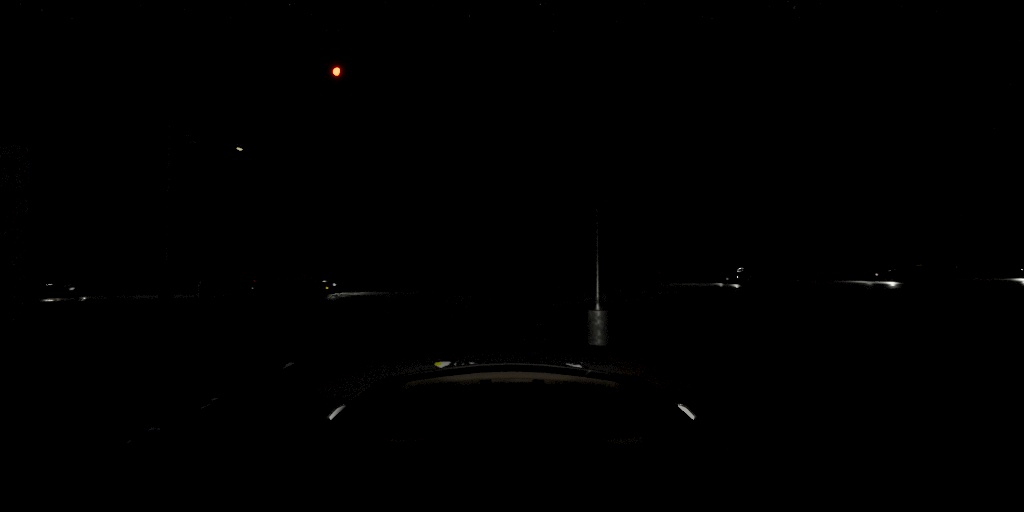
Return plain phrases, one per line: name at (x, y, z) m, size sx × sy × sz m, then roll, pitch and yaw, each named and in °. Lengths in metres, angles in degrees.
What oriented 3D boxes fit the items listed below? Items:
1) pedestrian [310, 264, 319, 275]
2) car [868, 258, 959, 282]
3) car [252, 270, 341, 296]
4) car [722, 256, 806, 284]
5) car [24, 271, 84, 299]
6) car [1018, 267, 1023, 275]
pedestrian at (-15.062, 1.466, 27.383) m, size 0.375 × 1.860 × 0.375 m, roll 0°, pitch -1°, yaw 0°
car at (26.129, 0.891, 23.386) m, size 4.674 × 1.442 × 1.812 m, roll -1°, pitch -2°, yaw 1°
car at (-11.796, 1.429, 19.769) m, size 4.181 × 1.385 × 1.994 m, roll -1°, pitch -2°, yaw 0°
car at (16.280, 0.875, 23.413) m, size 4.553 × 1.767 × 2.097 m, roll -1°, pitch -2°, yaw 0°
car at (-26.754, 1.560, 19.810) m, size 4.902 × 1.511 × 2.128 m, roll 0°, pitch -2°, yaw 0°
car at (36.724, 0.751, 23.353) m, size 5.357 × 1.411 × 2.033 m, roll -1°, pitch -2°, yaw 0°
